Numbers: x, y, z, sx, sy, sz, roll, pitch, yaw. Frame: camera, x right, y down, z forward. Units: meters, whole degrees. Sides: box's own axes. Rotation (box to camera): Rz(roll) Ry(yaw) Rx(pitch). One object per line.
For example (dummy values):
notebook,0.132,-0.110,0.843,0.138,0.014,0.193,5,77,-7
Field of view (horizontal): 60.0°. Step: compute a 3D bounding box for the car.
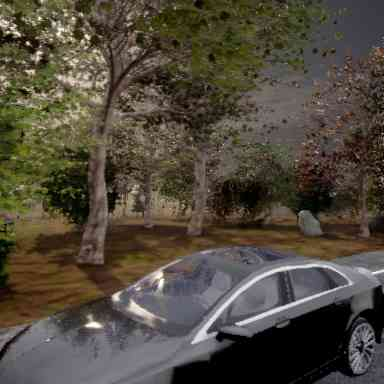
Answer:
car,0.406,1.496,3.952,4.902,1.511,2.128,0,0,-35
